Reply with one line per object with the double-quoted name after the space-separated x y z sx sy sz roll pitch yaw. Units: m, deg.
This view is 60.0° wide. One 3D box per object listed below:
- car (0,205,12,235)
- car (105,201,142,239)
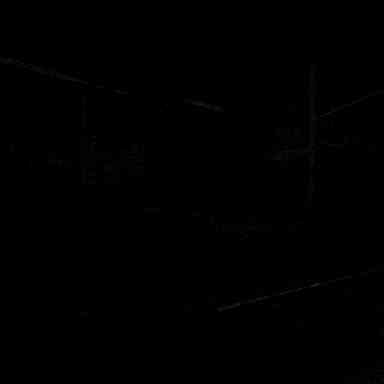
-11.482 1.523 18.600 2.242 1.667 4.611 1 0 -36 "car"
-4.353 1.448 18.338 1.905 1.878 3.866 1 0 -36 "car"
